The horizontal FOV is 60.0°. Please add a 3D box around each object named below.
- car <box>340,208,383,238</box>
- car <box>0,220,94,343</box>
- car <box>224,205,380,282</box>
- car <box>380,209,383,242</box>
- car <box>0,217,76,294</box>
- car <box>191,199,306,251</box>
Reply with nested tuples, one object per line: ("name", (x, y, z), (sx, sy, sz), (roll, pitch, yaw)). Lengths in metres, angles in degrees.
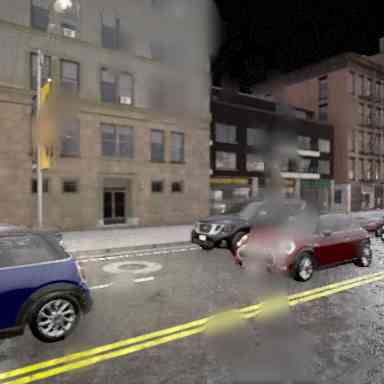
("car", (10.821, 1.716, 19.381), (4.674, 1.442, 1.812), (1, 0, -35))
("car", (-3.920, 1.348, 4.872), (4.553, 1.767, 2.097), (1, 0, -35))
("car", (3.466, 1.430, 10.139), (4.553, 1.767, 2.097), (1, 0, -35))
("car", (10.654, 1.517, 15.264), (4.553, 1.767, 2.097), (1, 0, -36))
("car", (-5.503, 1.492, 7.736), (4.902, 1.511, 2.128), (1, 0, -35))
("car", (2.628, 1.312, 13.526), (5.566, 2.045, 2.150), (1, 0, -36))
